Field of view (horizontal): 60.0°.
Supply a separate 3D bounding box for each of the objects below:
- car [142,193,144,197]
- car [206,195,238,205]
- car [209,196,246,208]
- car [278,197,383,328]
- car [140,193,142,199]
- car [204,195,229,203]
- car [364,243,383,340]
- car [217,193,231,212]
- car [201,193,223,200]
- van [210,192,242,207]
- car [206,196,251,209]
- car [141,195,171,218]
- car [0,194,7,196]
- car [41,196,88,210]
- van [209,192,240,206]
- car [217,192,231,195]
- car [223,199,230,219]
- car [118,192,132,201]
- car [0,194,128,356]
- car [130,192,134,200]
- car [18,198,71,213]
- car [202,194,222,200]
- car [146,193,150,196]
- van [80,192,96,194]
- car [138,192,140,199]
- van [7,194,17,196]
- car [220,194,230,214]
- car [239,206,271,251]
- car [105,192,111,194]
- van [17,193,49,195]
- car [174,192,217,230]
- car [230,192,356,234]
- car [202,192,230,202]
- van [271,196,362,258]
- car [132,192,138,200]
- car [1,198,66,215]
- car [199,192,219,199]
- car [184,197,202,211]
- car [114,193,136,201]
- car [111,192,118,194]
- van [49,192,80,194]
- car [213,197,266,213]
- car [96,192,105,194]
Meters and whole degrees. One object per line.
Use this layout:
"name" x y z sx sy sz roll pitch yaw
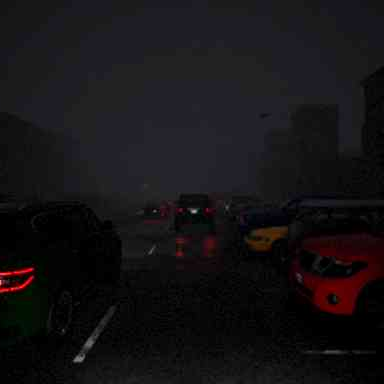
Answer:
"car" -15.472 1.181 84.723 5.008 1.535 2.097 0 0 0
"car" 4.746 1.271 53.206 4.892 1.521 2.231 0 0 0
"car" 4.748 1.330 44.868 4.674 1.452 2.002 0 0 0
"car" 4.686 1.186 5.961 5.566 2.045 2.435 0 0 0
"car" -15.475 1.234 81.966 4.674 1.452 2.002 0 0 0
"car" 4.733 1.268 64.324 4.792 1.488 2.163 0 0 0
"car" 4.706 1.457 3.182 4.892 1.521 2.231 0 0 0
"car" 4.701 1.204 28.193 4.553 1.767 2.185 0 0 0
"car" 4.987 1.170 83.771 5.366 1.575 1.946 0 0 0
"van" 4.865 1.058 47.646 4.442 1.987 1.878 0 0 0
"car" 4.558 1.293 42.088 5.366 1.575 1.946 0 0 0
"car" -2.878 1.328 28.251 1.882 1.535 5.008 0 0 0
"car" -15.507 1.128 21.295 5.566 2.045 2.435 0 0 0
"car" -15.483 1.331 40.598 5.008 1.535 2.097 0 0 0
"van" 4.867 1.051 50.426 4.442 1.987 1.878 0 0 0
"car" 4.771 1.182 36.529 4.553 1.767 2.185 0 0 0
"car" 4.725 1.390 22.634 4.674 1.452 2.002 0 0 0
"car" -15.448 1.289 68.176 4.792 1.488 2.163 0 0 0
"car" -2.894 1.177 6.330 2.150 2.045 5.566 0 0 0
"car" -15.480 1.287 70.934 4.674 1.452 2.002 0 0 0
"car" -15.476 1.381 35.083 4.674 1.452 2.002 0 0 0
"car" 4.819 1.212 80.994 4.792 1.488 2.163 0 0 0
"car" -15.448 0.896 92.994 5.566 2.045 2.435 0 0 0
"van" -15.361 1.101 43.355 4.442 1.987 1.878 0 0 0
"car" -15.474 1.249 79.078 4.674 1.452 2.002 0 0 0
"van" -15.595 1.144 24.053 4.442 1.987 1.878 0 0 0
"car" 4.699 1.214 25.413 4.553 1.767 2.185 0 0 0
"car" 4.534 1.401 11.519 5.366 1.575 1.946 0 0 0
"car" -15.509 1.185 51.752 4.553 1.767 2.185 0 0 0
"van" -15.595 1.127 29.566 4.442 1.987 1.878 0 0 0
"car" 0.116 1.103 20.031 2.150 2.045 5.566 0 0 0
"car" 4.693 1.137 14.296 5.566 2.045 2.435 0 0 0
"car" 4.736 0.979 67.103 5.566 2.045 2.435 0 0 0
"van" 4.600 1.194 8.738 4.442 1.987 1.878 0 0 0
"car" -15.449 0.983 73.691 5.566 2.045 2.435 0 0 0
"car" -15.293 1.344 32.325 5.366 1.575 1.946 0 0 0
"car" 4.873 0.888 94.889 5.566 2.045 2.435 0 0 0
"car" 0.131 1.370 39.361 2.033 1.411 5.357 0 0 0
"car" -15.446 1.096 76.449 4.553 1.767 2.185 0 0 0
"car" -15.506 1.054 54.387 5.566 2.045 2.435 0 0 0
"van" -15.595 1.109 37.839 4.442 1.987 1.878 0 0 0
"car" 4.733 1.315 33.748 5.008 1.535 2.097 0 0 0
"car" -15.506 1.071 46.113 5.566 2.045 2.435 0 0 0
